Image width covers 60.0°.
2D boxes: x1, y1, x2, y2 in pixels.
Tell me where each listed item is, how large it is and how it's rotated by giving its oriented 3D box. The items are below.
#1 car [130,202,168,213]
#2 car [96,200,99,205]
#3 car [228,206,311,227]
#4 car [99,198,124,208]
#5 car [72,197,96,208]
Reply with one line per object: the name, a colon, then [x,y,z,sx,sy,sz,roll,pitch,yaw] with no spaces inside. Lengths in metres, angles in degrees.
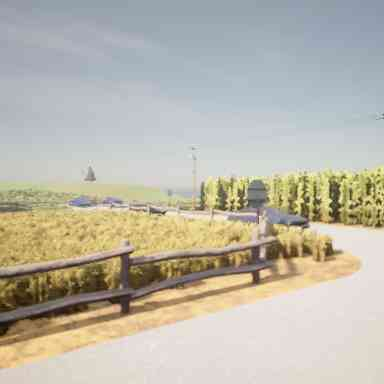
car: [-4.205,1.603,32.016,1.895,1.301,4.718,0,0,-35]
car: [-17.639,1.603,55.693,4.718,1.301,1.895,0,0,33]
car: [4.362,1.550,19.849,2.033,1.411,5.357,0,0,-33]
car: [-11.368,1.529,47.890,1.812,1.442,4.674,0,0,-35]
car: [-16.303,1.481,49.225,1.882,1.535,5.008,0,0,-35]
